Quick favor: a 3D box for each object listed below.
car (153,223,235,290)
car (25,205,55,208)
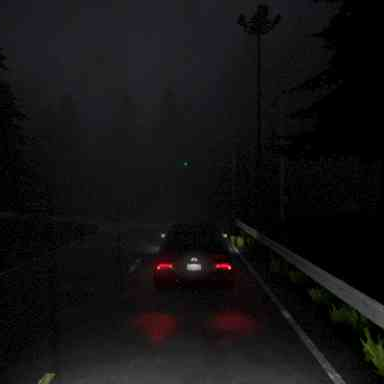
[{"bbox_3d":[0.056,1.563,9.223,2.033,1.411,5.357,0,0,0],"label":"car"},{"bbox_3d":[-15.655,1.380,32.047,5.008,1.535,1.882,5,1,9],"label":"car"}]
